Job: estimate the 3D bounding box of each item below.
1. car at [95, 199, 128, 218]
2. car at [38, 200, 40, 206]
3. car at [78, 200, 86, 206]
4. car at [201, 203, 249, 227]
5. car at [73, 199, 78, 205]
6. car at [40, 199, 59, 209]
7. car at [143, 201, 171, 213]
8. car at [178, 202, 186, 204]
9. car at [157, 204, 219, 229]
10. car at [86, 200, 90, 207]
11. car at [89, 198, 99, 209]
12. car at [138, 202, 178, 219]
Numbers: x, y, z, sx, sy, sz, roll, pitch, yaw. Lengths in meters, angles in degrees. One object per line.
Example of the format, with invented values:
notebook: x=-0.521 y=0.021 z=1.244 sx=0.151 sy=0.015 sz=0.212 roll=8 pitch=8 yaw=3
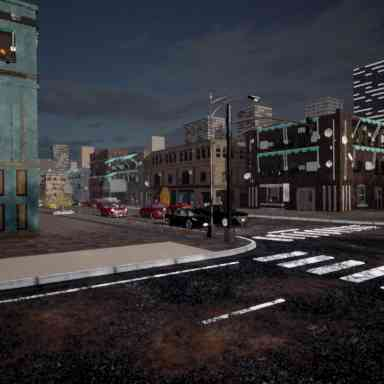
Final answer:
car: x=-8.347 y=1.846 z=35.213 sx=1.967 sy=1.590 sz=4.097 roll=-1 pitch=0 yaw=-36
car: x=-30.879 y=2.376 z=66.733 sx=2.008 sy=1.369 sz=4.403 roll=-1 pitch=0 yaw=-36
car: x=-20.844 y=2.228 z=67.105 sx=1.887 sy=1.381 sz=4.507 roll=-1 pitch=0 yaw=-36
car: x=2.103 y=1.694 z=25.068 sx=1.882 sy=1.535 sz=5.008 roll=-1 pitch=0 yaw=-36
car: x=-27.282 y=2.364 z=76.110 sx=1.947 sy=1.339 sz=4.313 roll=-1 pitch=0 yaw=-36
car: x=-24.342 y=2.233 z=57.588 sx=1.752 sy=1.417 sz=4.829 roll=-1 pitch=0 yaw=-36
car: x=-4.746 y=1.966 z=44.591 sx=1.802 sy=1.307 sz=4.206 roll=-2 pitch=0 yaw=-36
car: x=-1.528 y=1.904 z=40.089 sx=1.802 sy=1.307 sz=4.206 roll=-2 pitch=0 yaw=-36
car: x=-0.372 y=1.814 z=23.854 sx=1.947 sy=1.339 sz=4.313 roll=-2 pitch=0 yaw=-36
car: x=-17.630 y=1.940 z=62.602 sx=2.192 sy=1.841 sz=5.009 roll=-1 pitch=0 yaw=-36
car: x=-14.566 y=2.120 z=53.886 sx=1.994 sy=1.385 sz=4.181 roll=-1 pitch=0 yaw=-36
car: x=-3.671 y=1.894 z=33.137 sx=1.994 sy=1.385 sz=4.181 roll=-1 pitch=0 yaw=-36
